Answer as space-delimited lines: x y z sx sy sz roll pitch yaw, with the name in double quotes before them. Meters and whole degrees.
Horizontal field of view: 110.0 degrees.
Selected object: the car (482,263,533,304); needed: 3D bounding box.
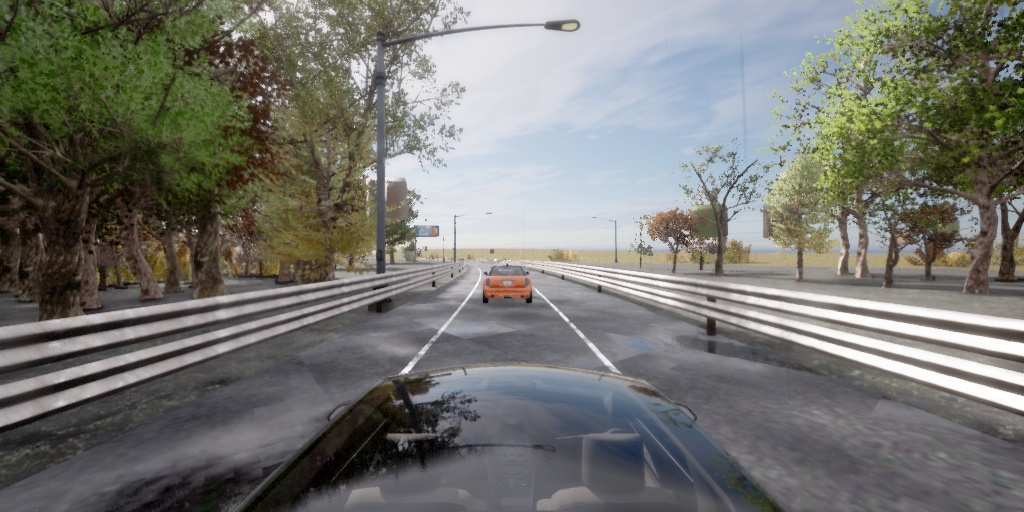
"car" -0.252 1.110 16.553 2.097 1.767 4.553 0 0 -2
